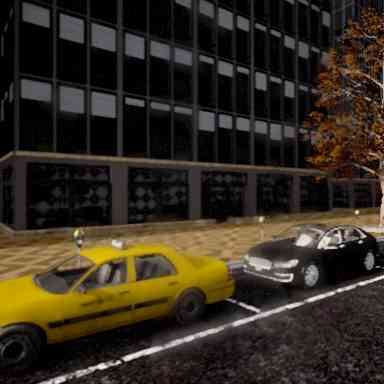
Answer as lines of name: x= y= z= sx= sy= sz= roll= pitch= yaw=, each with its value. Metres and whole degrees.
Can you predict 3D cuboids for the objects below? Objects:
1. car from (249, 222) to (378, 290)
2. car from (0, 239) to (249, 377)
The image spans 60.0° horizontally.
car: x=3.316 y=1.518 z=8.924 sx=4.403 sy=1.369 sz=2.008 roll=0 pitch=0 yaw=-36
car: x=-1.457 y=1.517 z=5.518 sx=4.829 sy=1.417 sz=1.752 roll=0 pitch=0 yaw=-36
